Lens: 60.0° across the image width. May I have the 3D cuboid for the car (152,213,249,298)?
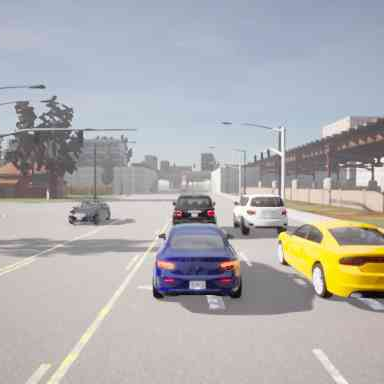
[{"bbox_3d":[0.106,1.501,8.306,1.812,1.442,4.674,0,0,0],"label":"car"}]

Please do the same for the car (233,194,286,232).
[{"bbox_3d":[3.611,1.129,18.316,2.150,2.045,5.566,0,0,0],"label":"car"}]

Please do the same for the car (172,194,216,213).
[{"bbox_3d":[0.113,1.130,17.821,2.150,2.045,5.566,0,0,0],"label":"car"}]

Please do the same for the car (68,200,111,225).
[{"bbox_3d":[-6.992,1.361,23.107,2.128,1.511,4.902,0,0,0],"label":"car"}]

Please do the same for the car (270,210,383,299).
[{"bbox_3d":[3.606,1.451,8.482,1.882,1.535,5.008,0,0,0],"label":"car"}]
